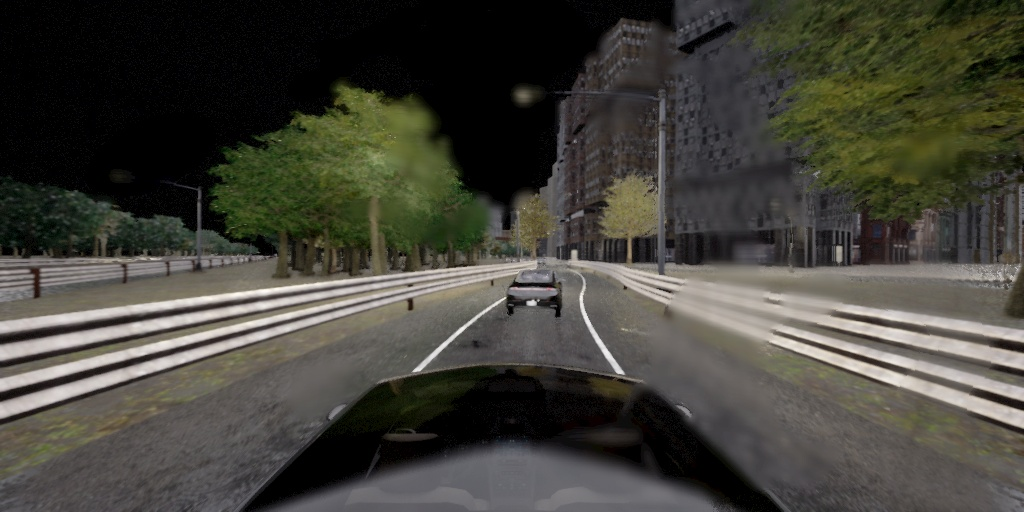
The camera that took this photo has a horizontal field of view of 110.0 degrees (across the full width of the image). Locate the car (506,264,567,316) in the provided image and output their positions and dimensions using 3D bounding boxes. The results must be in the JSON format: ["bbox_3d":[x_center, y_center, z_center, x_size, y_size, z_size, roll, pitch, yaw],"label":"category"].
[{"bbox_3d":[0.971,1.247,13.451,2.128,1.511,4.902,0,0,9],"label":"car"}]
